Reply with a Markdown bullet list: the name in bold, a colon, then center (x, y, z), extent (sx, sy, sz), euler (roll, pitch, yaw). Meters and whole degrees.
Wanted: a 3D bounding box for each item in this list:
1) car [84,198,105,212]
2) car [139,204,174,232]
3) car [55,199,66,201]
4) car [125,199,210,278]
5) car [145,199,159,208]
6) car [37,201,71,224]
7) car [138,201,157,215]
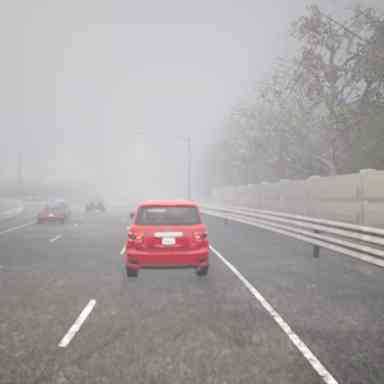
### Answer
- **car**: center (-12.084, 1.465, 41.002), extent (2.097, 1.767, 4.553), euler (0, 0, -22)
- **car**: center (-2.377, 1.580, 21.213), extent (1.812, 1.442, 4.674), euler (0, -1, -11)
- **car**: center (-18.133, 1.659, 45.868), extent (1.812, 1.442, 4.674), euler (0, 0, -26)
- **car**: center (-0.795, 1.247, 10.433), extent (2.150, 2.045, 5.566), euler (0, 0, -5)
- **car**: center (-6.201, 1.731, 51.792), extent (1.895, 1.301, 4.718), euler (0, 0, -2)
- **car**: center (-10.589, 1.639, 25.703), extent (1.994, 1.385, 4.181), euler (0, 0, -15)
- **car**: center (-4.848, 1.693, 36.205), extent (1.895, 1.301, 4.718), euler (0, 0, -8)
